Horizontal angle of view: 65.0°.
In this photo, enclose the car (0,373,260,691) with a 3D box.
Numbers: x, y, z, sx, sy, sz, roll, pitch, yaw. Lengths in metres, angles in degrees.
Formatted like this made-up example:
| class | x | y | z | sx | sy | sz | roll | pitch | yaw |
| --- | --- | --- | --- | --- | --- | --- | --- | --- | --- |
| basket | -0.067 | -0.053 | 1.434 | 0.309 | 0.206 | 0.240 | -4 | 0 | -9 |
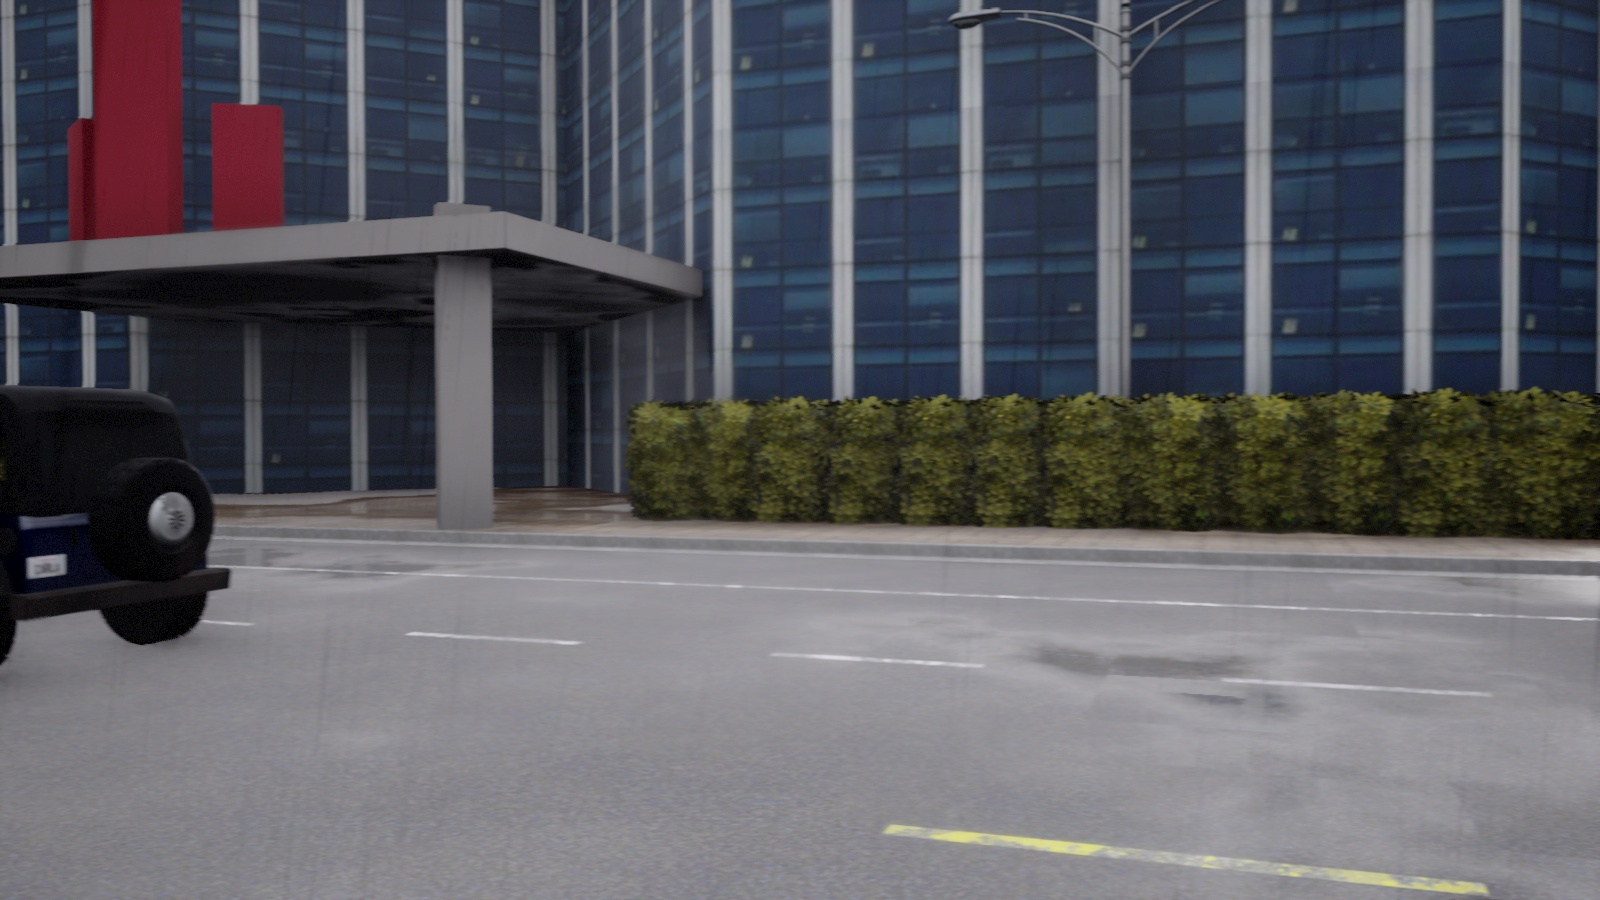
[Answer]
| class | x | y | z | sx | sy | sz | roll | pitch | yaw |
| --- | --- | --- | --- | --- | --- | --- | --- | --- | --- |
| car | -6.107 | 0.456 | 8.938 | 3.866 | 1.878 | 1.905 | 1 | 1 | 19 |
